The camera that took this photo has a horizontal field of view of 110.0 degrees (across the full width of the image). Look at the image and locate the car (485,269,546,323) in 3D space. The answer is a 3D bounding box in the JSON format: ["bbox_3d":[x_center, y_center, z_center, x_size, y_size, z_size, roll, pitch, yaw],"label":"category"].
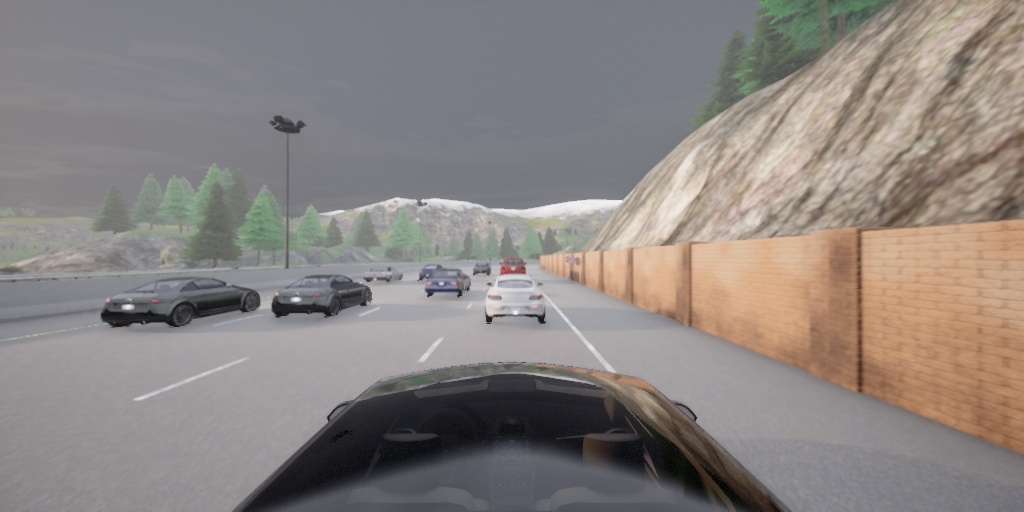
[{"bbox_3d":[0.098,1.329,12.267,1.812,1.442,4.674,0,0,0],"label":"car"}]

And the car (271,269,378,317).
[{"bbox_3d":[-6.903,1.373,13.471,1.994,1.385,4.181,0,0,0],"label":"car"}]

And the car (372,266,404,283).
[{"bbox_3d":[-10.405,1.489,29.439,1.895,1.301,4.718,0,0,0],"label":"car"}]

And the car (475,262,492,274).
[{"bbox_3d":[-3.409,1.441,41.688,2.128,1.511,4.902,0,0,0],"label":"car"}]

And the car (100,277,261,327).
[{"bbox_3d":[-10.401,1.364,11.722,1.994,1.385,4.181,0,0,0],"label":"car"}]

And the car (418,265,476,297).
[{"bbox_3d":[-3.405,1.388,19.783,2.033,1.411,5.357,0,0,0],"label":"car"}]

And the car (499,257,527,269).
[{"bbox_3d":[0.094,1.119,31.227,2.150,2.045,5.566,0,0,0],"label":"car"}]

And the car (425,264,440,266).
[{"bbox_3d":[-6.907,1.426,31.718,1.812,1.442,4.674,0,0,0],"label":"car"}]
